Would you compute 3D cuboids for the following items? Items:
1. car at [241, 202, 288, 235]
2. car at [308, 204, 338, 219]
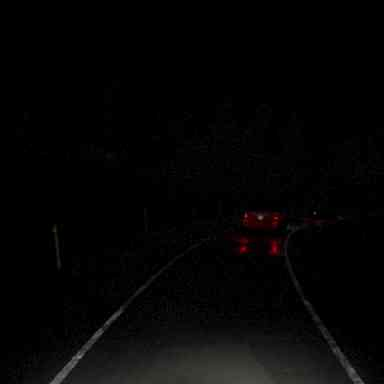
[{"bbox_3d":[4.358,1.390,19.426,2.097,1.767,4.553,2,0,21],"label":"car"},{"bbox_3d":[13.820,1.980,35.056,1.812,1.442,4.674,4,1,40],"label":"car"}]
